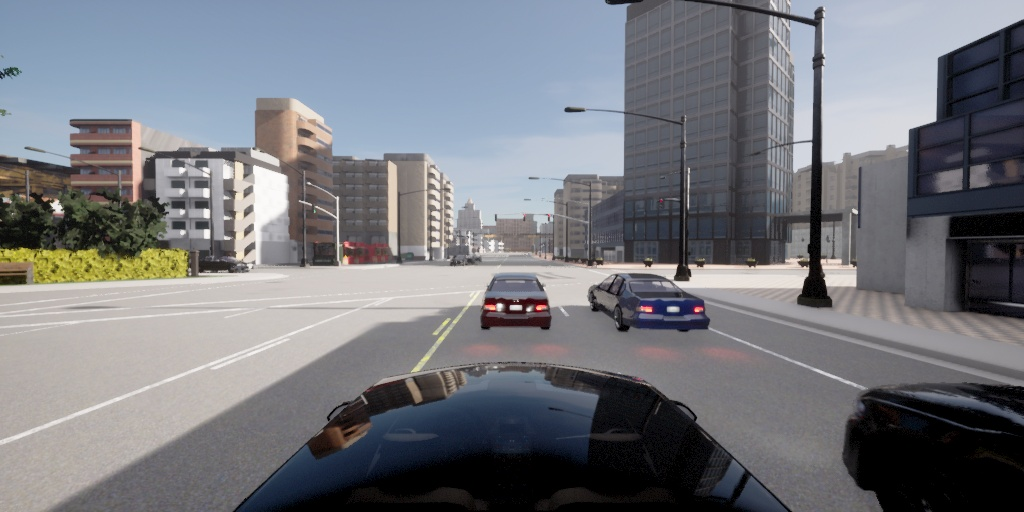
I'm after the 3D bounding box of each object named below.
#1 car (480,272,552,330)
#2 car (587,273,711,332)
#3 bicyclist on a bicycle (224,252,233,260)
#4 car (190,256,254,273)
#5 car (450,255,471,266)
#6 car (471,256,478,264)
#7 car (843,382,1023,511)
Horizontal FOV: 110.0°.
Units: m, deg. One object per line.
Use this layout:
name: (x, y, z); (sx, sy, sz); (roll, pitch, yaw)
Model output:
car: (0.091, 1.195, 10.728); (2.033, 1.411, 5.357); (0, 1, 0)
car: (3.608, 1.208, 10.544); (2.033, 1.411, 5.357); (0, 1, 0)
bicyclist on a bicycle: (-30.801, 0.391, 39.049); (0.582, 1.620, 1.656); (0, 1, 0)
car: (-25.446, 0.735, 31.538); (4.902, 1.511, 2.128); (0, 1, 0)
car: (-7.101, 0.586, 48.060); (1.837, 1.490, 4.892); (0, 0, 0)
car: (-7.098, 0.609, 58.145); (1.895, 1.301, 4.718); (0, 0, 0)
car: (3.605, 1.252, 0.882); (2.128, 1.511, 4.902); (0, 0, 0)
